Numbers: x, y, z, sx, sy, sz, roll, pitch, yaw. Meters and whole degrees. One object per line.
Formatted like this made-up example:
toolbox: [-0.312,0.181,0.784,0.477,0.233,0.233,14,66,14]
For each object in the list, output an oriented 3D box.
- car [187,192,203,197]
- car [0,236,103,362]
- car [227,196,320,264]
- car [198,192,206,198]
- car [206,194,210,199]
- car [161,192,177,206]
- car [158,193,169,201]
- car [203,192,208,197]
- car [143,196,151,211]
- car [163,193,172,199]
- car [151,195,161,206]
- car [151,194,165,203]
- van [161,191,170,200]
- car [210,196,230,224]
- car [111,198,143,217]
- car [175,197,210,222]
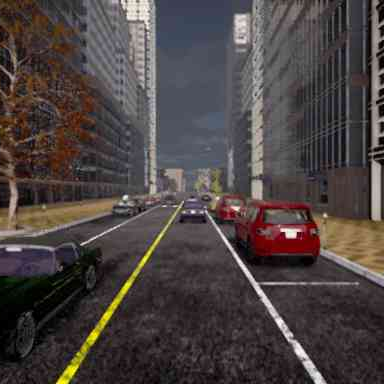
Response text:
car: [0.047,1.119,42.092,2.033,1.649,4.856,0,1,0]
car: [-3.109,1.557,5.953,1.895,1.301,4.718,0,0,0]
car: [2.680,1.233,11.402,2.192,1.841,5.009,0,0,0]
car: [2.585,0.779,85.397,1.967,1.590,4.097,0,0,0]
car: [2.649,1.273,34.341,1.752,1.417,4.829,0,0,0]
car: [-3.145,1.144,48.044,1.837,1.490,4.892,0,1,0]
car: [-5.775,1.024,68.325,1.887,1.381,4.507,0,0,0]
car: [2.613,1.091,62.632,1.947,1.339,4.313,0,0,0]
car: [-5.732,1.315,34.174,1.947,1.339,4.313,0,0,0]
car: [-5.789,0.968,79.710,1.802,1.307,4.206,0,0,0]
car: [-5.746,1.243,45.556,1.802,1.307,4.206,0,0,0]
car: [-5.761,1.121,56.941,2.008,1.369,4.403,0,0,0]
van: [-5.781,0.774,74.016,1.690,1.788,3.998,0,0,0]
car: [2.665,1.149,22.786,2.192,1.841,5.009,0,0,0]
car: [-5.724,1.343,28.481,2.008,1.369,4.403,0,0,0]
car: [0.067,1.369,24.496,2.033,1.411,5.357,0,0,0]
